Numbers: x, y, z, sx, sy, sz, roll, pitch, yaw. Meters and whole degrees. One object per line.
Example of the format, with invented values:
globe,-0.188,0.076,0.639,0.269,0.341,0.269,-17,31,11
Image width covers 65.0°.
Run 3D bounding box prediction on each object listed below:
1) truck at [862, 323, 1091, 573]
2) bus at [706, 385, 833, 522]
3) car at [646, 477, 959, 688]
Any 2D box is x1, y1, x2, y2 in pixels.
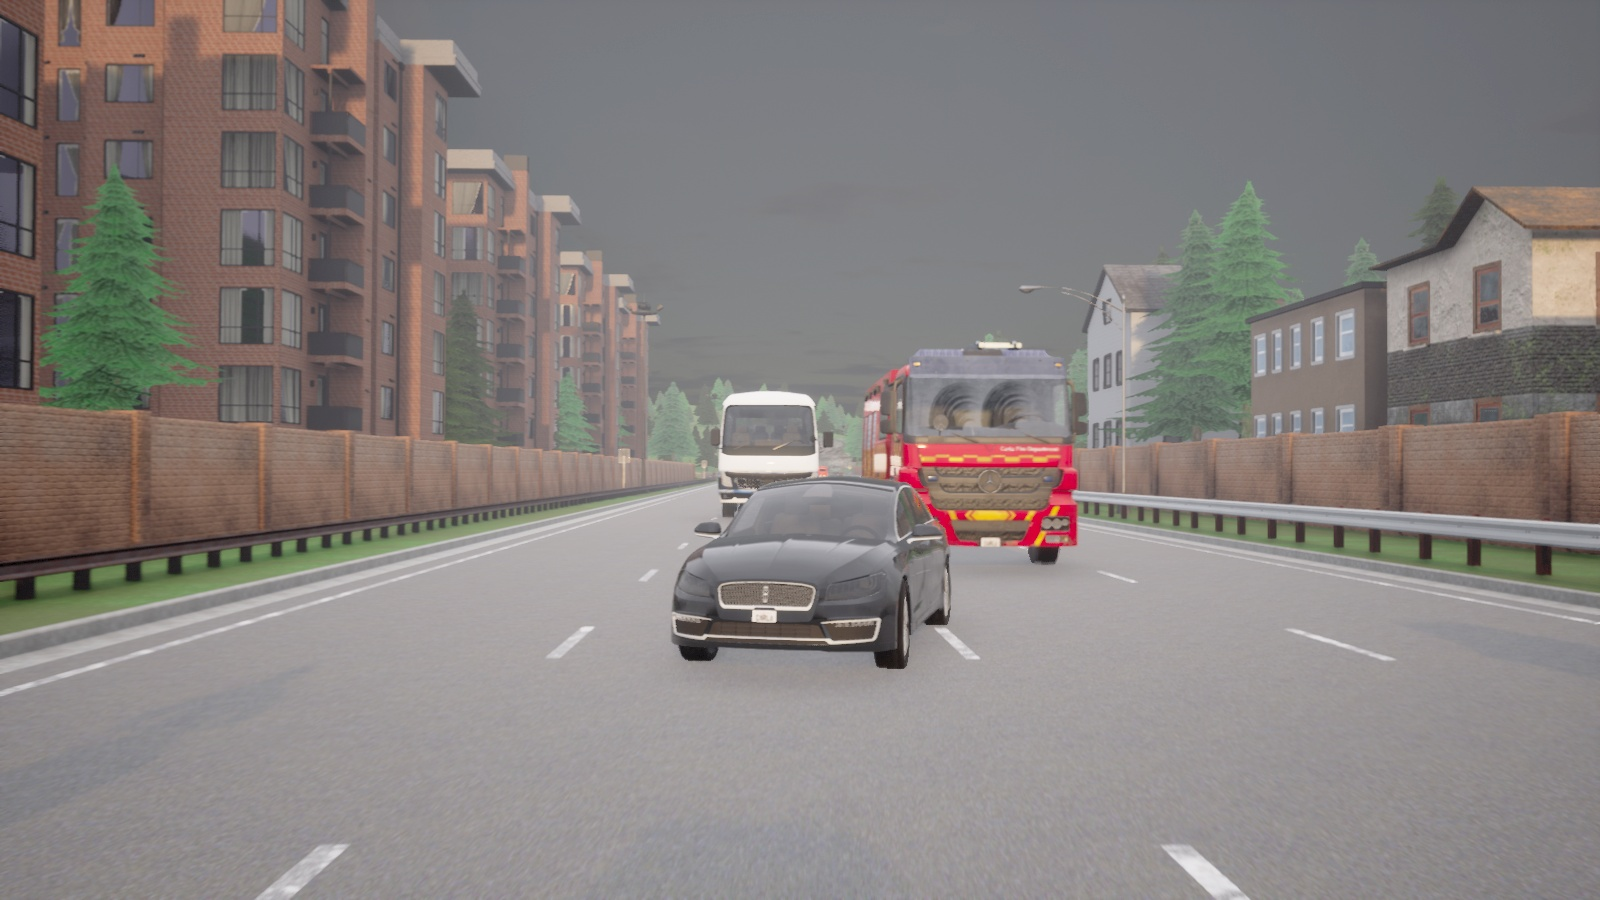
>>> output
truck,2.916,0.033,23.513,2.891,3.827,8.468,0,-1,-1
bus,-1.064,0.186,44.409,3.944,4.253,10.273,0,-1,-1
car,0.294,1.013,11.621,1.837,1.490,4.892,-1,-1,13
